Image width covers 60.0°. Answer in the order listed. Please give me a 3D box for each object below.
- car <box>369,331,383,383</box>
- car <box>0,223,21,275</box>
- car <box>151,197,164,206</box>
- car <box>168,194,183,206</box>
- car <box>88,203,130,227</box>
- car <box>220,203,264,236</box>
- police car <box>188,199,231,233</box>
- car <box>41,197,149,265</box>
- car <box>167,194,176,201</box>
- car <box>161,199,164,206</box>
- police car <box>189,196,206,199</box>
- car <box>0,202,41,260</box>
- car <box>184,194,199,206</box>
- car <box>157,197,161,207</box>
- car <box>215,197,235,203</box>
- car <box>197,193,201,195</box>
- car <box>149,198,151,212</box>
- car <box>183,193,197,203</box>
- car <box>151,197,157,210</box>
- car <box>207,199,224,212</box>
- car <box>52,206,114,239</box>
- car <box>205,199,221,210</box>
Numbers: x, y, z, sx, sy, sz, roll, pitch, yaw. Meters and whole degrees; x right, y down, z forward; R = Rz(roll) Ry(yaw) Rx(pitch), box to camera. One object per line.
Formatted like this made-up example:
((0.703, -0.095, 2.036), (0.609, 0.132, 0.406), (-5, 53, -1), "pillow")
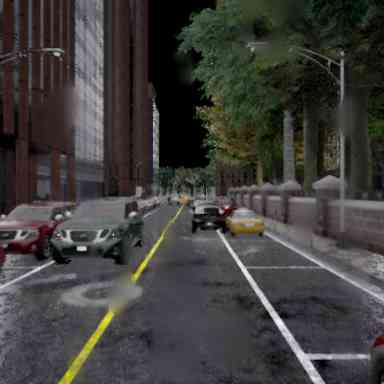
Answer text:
((2.763, 1.442, 1.777), (1.967, 1.590, 4.097), (0, 0, 0), "car")
((-5.760, 1.589, 7.232), (1.802, 1.307, 4.206), (0, 0, 0), "car")
((-5.741, 1.595, 56.175), (1.752, 1.417, 4.829), (0, 0, 0), "car")
((-2.978, 1.606, 58.466), (1.812, 1.442, 4.674), (0, 0, 0), "car")
((-5.753, 1.569, 23.603), (1.887, 1.381, 4.507), (0, 0, 0), "car")
((2.770, 1.542, 18.317), (1.752, 1.417, 4.829), (0, 0, 0), "car")
((0.908, 1.445, 19.805), (1.930, 1.638, 5.238), (0, 0, 0), "police car")
((-3.095, 1.231, 12.108), (2.150, 2.045, 5.566), (0, 0, 0), "car")
((-5.727, 1.448, 93.753), (2.192, 1.841, 5.009), (0, 0, 0), "car")
((-5.743, 1.502, 50.888), (1.967, 1.590, 4.097), (0, 0, 0), "car")
((0.894, 1.458, 29.805), (1.930, 1.638, 5.238), (0, 0, 0), "police car")
((-5.757, 1.327, 12.689), (2.192, 1.841, 5.009), (0, 0, 0), "car")
((0.021, 1.572, 54.548), (1.837, 1.490, 4.892), (0, 0, 0), "car")
((-5.745, 1.598, 45.431), (1.887, 1.381, 4.507), (0, 0, 0), "car")
((2.774, 1.346, 29.060), (2.192, 1.841, 5.009), (0, 0, 0), "car")
((2.797, 1.563, 88.312), (1.967, 1.590, 4.097), (0, 0, 0), "car")
((-5.749, 1.479, 34.517), (1.967, 1.590, 4.097), (0, 0, 0), "car")
((-1.557, 1.568, 65.647), (1.882, 1.535, 5.008), (1, 0, -38), "car")
((-5.747, 1.597, 39.974), (2.008, 1.369, 4.403), (0, 0, 0), "car")
((2.778, 1.571, 40.143), (1.752, 1.417, 4.829), (0, 0, 0), "car")
((-5.755, 1.562, 18.145), (1.887, 1.381, 4.507), (0, 0, 0), "car")
((2.780, 1.619, 45.429), (1.947, 1.339, 4.313), (0, 0, 0), "car")
